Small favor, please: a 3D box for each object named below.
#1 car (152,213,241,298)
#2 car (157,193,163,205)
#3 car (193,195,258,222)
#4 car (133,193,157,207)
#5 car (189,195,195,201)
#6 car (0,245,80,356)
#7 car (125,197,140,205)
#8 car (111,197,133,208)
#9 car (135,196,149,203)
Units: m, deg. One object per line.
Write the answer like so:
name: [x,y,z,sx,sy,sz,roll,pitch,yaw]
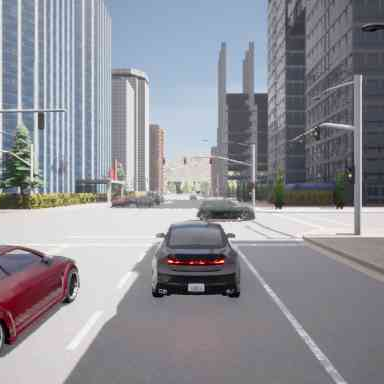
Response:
car: [0.095,1.505,8.523,1.837,1.490,4.892,0,0,0]
car: [-6.947,1.221,59.514,2.150,2.045,5.566,0,0,1]
car: [2.575,1.352,25.773,4.553,1.767,2.097,0,0,1]
car: [-6.980,1.352,49.674,2.097,1.767,4.553,0,0,0]
car: [0.173,1.524,83.237,1.812,1.442,4.674,0,0,0]
car: [-3.427,1.564,5.565,1.994,1.385,4.181,0,0,1]
car: [-10.451,1.564,58.857,1.994,1.385,4.181,0,0,0]
car: [-10.482,1.478,48.873,1.882,1.535,5.008,0,0,0]
car: [-10.357,1.525,69.018,2.128,1.511,4.902,0,0,0]
